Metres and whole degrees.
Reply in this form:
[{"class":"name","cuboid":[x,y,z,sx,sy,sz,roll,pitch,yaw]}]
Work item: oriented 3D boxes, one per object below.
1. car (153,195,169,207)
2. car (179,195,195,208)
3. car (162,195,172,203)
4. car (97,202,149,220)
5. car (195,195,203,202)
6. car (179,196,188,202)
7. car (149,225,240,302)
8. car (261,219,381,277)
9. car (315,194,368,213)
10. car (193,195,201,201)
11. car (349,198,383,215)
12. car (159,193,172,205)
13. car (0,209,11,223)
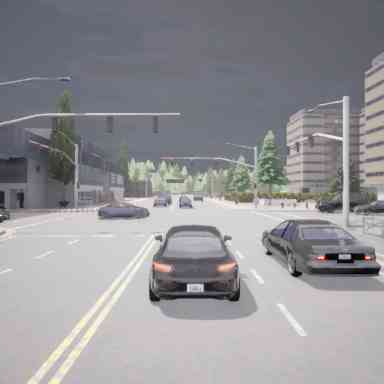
[{"class":"car","cuboid":[-4.781,1.526,50.385,1.812,1.442,4.674,0,0,-2]},{"class":"car","cuboid":[-0.991,1.547,48.895,2.033,1.411,5.357,0,0,-2]},{"class":"car","cuboid":[-5.217,1.500,70.172,1.837,1.490,4.892,0,0,-1]},{"class":"car","cuboid":[-5.668,1.564,27.617,4.181,1.385,1.994,0,0,-4]},{"class":"car","cuboid":[1.567,1.478,78.649,1.882,1.535,5.008,0,0,-1]},{"class":"car","cuboid":[-1.870,1.553,76.330,1.994,1.385,4.181,0,0,-1]},{"class":"car","cuboid":[0.036,1.526,8.159,1.812,1.442,4.674,0,0,-1]},{"class":"car","cuboid":[3.533,1.547,10.216,2.033,1.411,5.357,0,0,0]},{"class":"car","cuboid":[16.285,1.222,35.943,5.566,2.045,2.150,0,0,-2]},{"class":"car","cuboid":[1.305,1.500,88.787,1.837,1.490,4.892,0,0,-1]},{"class":"car","cuboid":[18.221,1.526,32.475,4.674,1.442,1.812,0,0,-2]},{"class":"car","cuboid":[-5.018,1.221,59.812,2.150,2.045,5.566,0,0,-1]},{"class":"car","cuboid":[-15.492,1.505,23.598,4.892,1.490,1.837,0,0,0]}]
